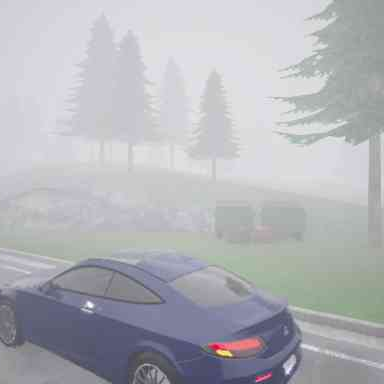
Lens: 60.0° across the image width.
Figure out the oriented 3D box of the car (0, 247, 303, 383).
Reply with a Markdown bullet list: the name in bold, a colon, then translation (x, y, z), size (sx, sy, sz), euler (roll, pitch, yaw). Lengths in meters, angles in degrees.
- **car**: translation (-0.901, 1.526, 4.634), size (4.674, 1.442, 1.812), euler (0, 0, 35)
